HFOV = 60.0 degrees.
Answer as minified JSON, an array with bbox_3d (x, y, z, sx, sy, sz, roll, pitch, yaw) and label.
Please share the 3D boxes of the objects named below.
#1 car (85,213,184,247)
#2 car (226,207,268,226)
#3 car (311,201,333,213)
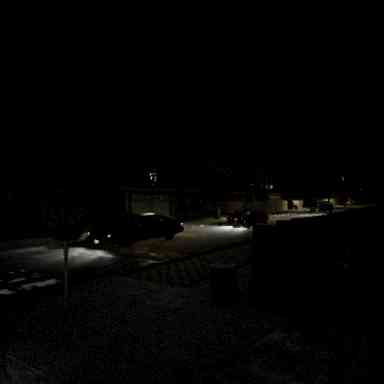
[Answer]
[{"bbox_3d":[-2.594,1.767,16.554,2.033,1.411,5.357,-1,-1,36],"label":"car"},{"bbox_3d":[4.400,1.854,26.230,1.994,1.385,4.181,-1,-1,36],"label":"car"},{"bbox_3d":[17.137,1.927,43.709,2.128,1.511,4.902,-1,-1,36],"label":"car"}]
